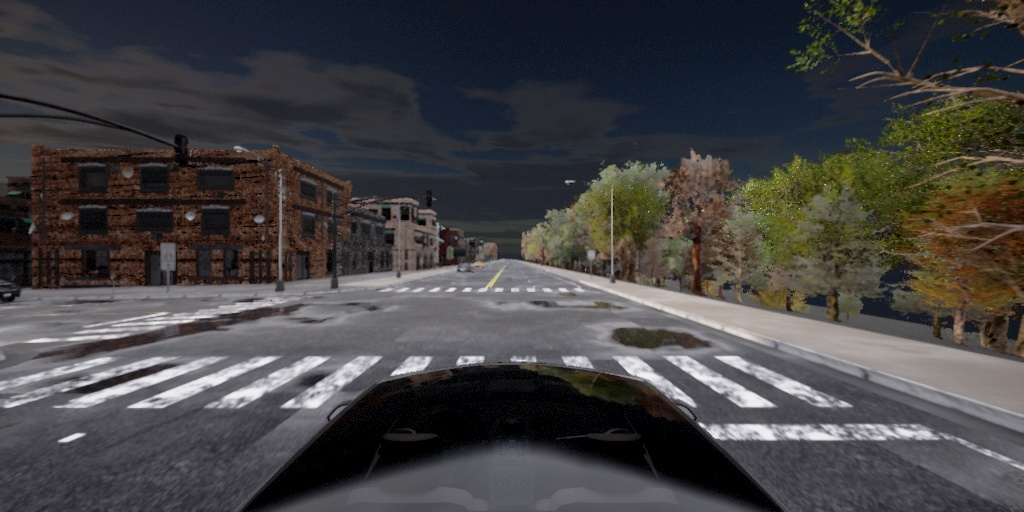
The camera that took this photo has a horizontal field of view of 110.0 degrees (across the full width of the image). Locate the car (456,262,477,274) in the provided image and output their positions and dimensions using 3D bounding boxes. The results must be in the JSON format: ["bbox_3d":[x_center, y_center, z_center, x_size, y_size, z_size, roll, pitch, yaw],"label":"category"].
[{"bbox_3d":[-6.639,1.715,50.511,2.128,1.511,4.902,0,0,0],"label":"car"}]

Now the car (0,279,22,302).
[{"bbox_3d":[-28.344,1.819,18.561,4.403,1.370,2.007,0,0,-1],"label":"car"}]
